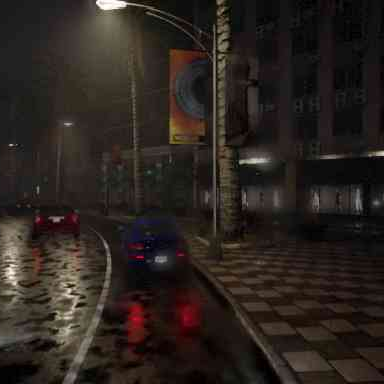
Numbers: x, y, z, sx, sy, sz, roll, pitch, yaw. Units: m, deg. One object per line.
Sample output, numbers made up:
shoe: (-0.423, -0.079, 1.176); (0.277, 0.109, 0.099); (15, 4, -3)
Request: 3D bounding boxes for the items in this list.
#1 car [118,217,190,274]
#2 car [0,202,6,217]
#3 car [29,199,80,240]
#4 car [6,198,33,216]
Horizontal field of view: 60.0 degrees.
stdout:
car: (-1.323, 1.524, 10.585); (1.812, 1.442, 4.674); (0, 0, -14)
car: (-18.391, 1.204, 29.270); (2.150, 2.045, 5.566); (0, 0, -41)
car: (-7.061, 1.345, 17.388); (2.097, 1.767, 4.553); (0, 0, -21)
car: (-16.447, 1.334, 32.192); (2.097, 1.767, 4.553); (0, 0, -41)
